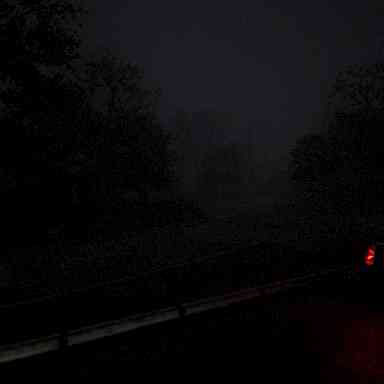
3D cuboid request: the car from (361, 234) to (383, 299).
[{"bbox_3d":[5.625,1.259,6.919,4.553,1.767,2.097,-1,1,-32],"label":"car"}]
